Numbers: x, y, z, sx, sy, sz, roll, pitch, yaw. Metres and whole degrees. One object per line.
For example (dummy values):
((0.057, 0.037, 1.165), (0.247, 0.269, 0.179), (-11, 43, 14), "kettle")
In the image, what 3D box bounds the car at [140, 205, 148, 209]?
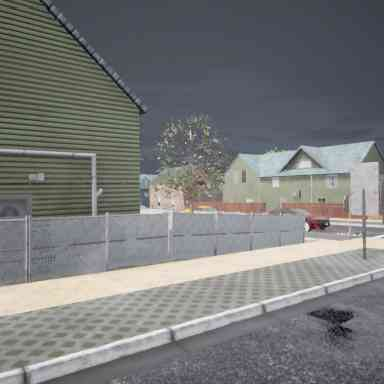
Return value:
((-6.522, 2.404, 41.756), (1.812, 1.442, 4.674), (-1, -1, -35), "car")

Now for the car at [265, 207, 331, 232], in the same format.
((6.970, 1.806, 22.857), (1.882, 1.535, 5.008), (-1, -1, -36), "car")

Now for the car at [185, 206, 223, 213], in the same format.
((1.300, 2.037, 30.798), (1.882, 1.535, 5.008), (-1, -1, -36), "car")
